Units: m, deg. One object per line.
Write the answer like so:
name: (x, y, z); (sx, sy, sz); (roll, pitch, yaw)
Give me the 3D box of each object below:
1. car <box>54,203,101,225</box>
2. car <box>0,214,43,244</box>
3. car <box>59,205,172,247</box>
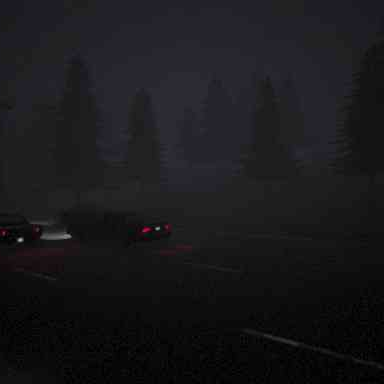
car: (-7.069, 1.466, 21.931); (5.008, 1.535, 1.882); (0, 0, 36)
car: (-8.575, 1.591, 14.407); (4.718, 1.301, 1.895); (0, 0, 36)
car: (-3.436, 1.540, 15.041); (5.357, 1.411, 2.033); (0, 0, 36)
